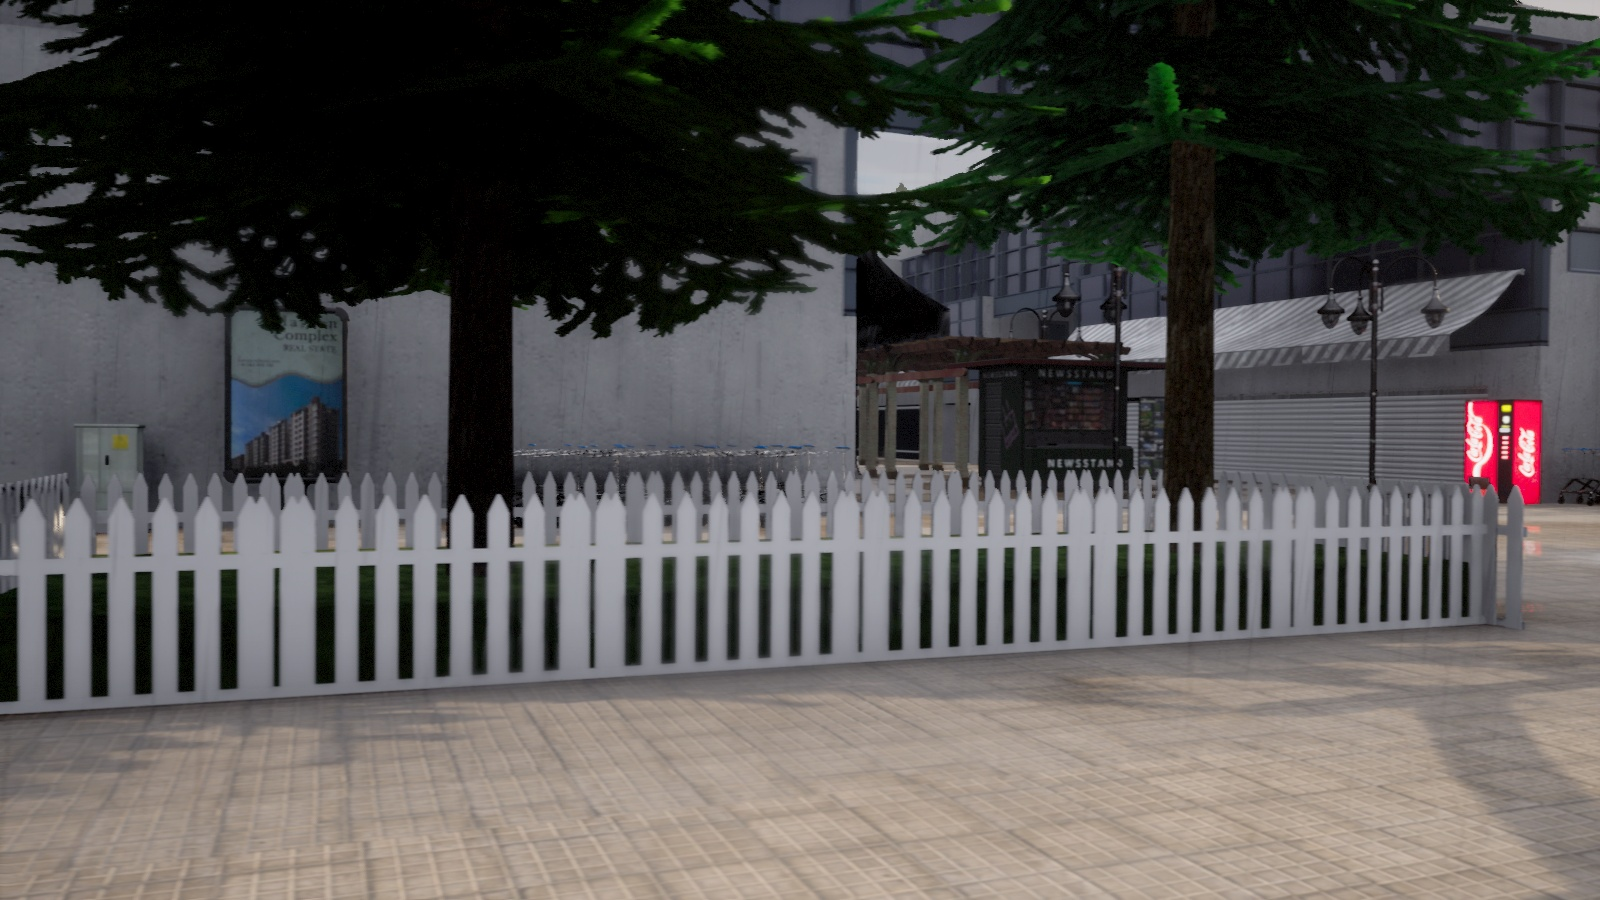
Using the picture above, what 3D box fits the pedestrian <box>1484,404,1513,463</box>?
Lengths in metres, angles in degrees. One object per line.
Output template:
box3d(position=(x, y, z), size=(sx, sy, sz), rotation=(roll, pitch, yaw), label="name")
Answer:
box3d(position=(23.335, -0.566, 41.952), size=(0.423, 1.949, 0.788), rotation=(-1, 1, -16), label="pedestrian")
